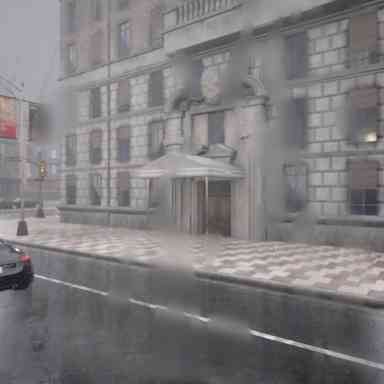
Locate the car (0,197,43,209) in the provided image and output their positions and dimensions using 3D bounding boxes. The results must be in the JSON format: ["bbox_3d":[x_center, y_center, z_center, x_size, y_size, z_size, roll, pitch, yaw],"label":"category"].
[{"bbox_3d":[-22.128,1.478,43.622,1.882,1.535,5.008,0,0,35],"label":"car"}]

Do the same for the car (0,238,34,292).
[{"bbox_3d":[-5.605,1.564,7.842,4.181,1.385,1.994,0,0,35],"label":"car"}]

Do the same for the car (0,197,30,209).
[{"bbox_3d":[-25.101,1.492,45.472,2.128,1.511,4.902,0,0,35],"label":"car"}]
